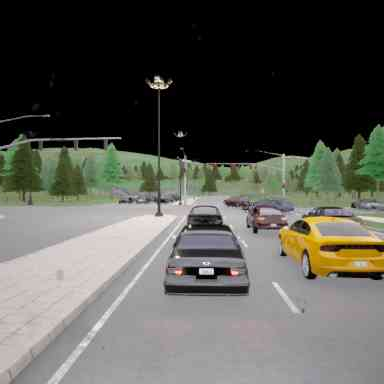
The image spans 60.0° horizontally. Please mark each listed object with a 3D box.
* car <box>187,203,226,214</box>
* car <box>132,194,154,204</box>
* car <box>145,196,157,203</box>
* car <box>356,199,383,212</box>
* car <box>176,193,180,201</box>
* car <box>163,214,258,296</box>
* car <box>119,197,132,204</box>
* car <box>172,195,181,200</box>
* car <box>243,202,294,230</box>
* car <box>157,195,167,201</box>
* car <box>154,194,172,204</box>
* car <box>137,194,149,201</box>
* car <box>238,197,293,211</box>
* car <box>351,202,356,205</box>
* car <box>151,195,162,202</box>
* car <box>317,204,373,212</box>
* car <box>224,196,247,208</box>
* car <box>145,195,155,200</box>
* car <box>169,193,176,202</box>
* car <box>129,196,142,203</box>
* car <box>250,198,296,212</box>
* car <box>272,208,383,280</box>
[{"bbox_3d":[0.729,1.476,18.607,1.882,1.535,5.008,0,0,3],"label":"car"},{"bbox_3d":[-9.144,1.486,62.292,2.128,1.511,4.902,0,0,3],"label":"car"},{"bbox_3d":[-8.732,1.546,71.143,1.994,1.385,4.181,0,0,2],"label":"car"},{"bbox_3d":[22.070,1.597,38.376,4.718,1.301,1.895,0,0,3],"label":"car"},{"bbox_3d":[-4.775,1.218,82.629,2.150,2.045,5.566,0,0,2],"label":"car"},{"bbox_3d":[0.379,1.547,8.787,2.033,1.411,5.357,0,0,2],"label":"car"},{"bbox_3d":[-12.582,1.558,63.434,1.994,1.385,4.181,0,0,3],"label":"car"},{"bbox_3d":[-4.347,1.525,93.031,2.033,1.411,5.357,0,0,3],"label":"car"},{"bbox_3d":[4.263,1.524,19.213,1.812,1.442,4.674,0,0,3],"label":"car"},{"bbox_3d":[-8.007,1.517,89.381,2.128,1.511,4.902,0,0,2],"label":"car"},{"bbox_3d":[-5.584,1.595,63.402,1.895,1.301,4.718,0,0,3],"label":"car"},{"bbox_3d":[-11.848,1.348,80.910,2.097,1.767,4.553,0,0,2],"label":"car"},{"bbox_3d":[8.007,1.544,35.279,5.357,1.411,2.033,0,0,0],"label":"car"},{"bbox_3d":[22.227,1.560,41.874,4.181,1.385,1.994,0,0,3],"label":"car"},{"bbox_3d":[-8.411,1.545,79.255,1.994,1.385,4.181,0,0,2],"label":"car"},{"bbox_3d":[7.748,1.546,18.829,2.033,1.411,5.357,0,0,3],"label":"car"},{"bbox_3d":[6.491,1.348,48.091,2.097,1.767,4.553,1,0,-29],"label":"car"},{"bbox_3d":[-11.439,1.531,91.145,2.033,1.411,5.357,0,0,2],"label":"car"},{"bbox_3d":[-5.183,1.349,72.336,2.097,1.767,4.553,0,0,2],"label":"car"},{"bbox_3d":[-12.199,1.518,72.054,1.812,1.442,4.674,0,0,2],"label":"car"},{"bbox_3d":[9.364,1.489,38.935,4.902,1.511,2.128,0,0,2],"label":"car"},{"bbox_3d":[3.934,1.477,9.994,1.882,1.535,5.008,0,0,3],"label":"car"}]
